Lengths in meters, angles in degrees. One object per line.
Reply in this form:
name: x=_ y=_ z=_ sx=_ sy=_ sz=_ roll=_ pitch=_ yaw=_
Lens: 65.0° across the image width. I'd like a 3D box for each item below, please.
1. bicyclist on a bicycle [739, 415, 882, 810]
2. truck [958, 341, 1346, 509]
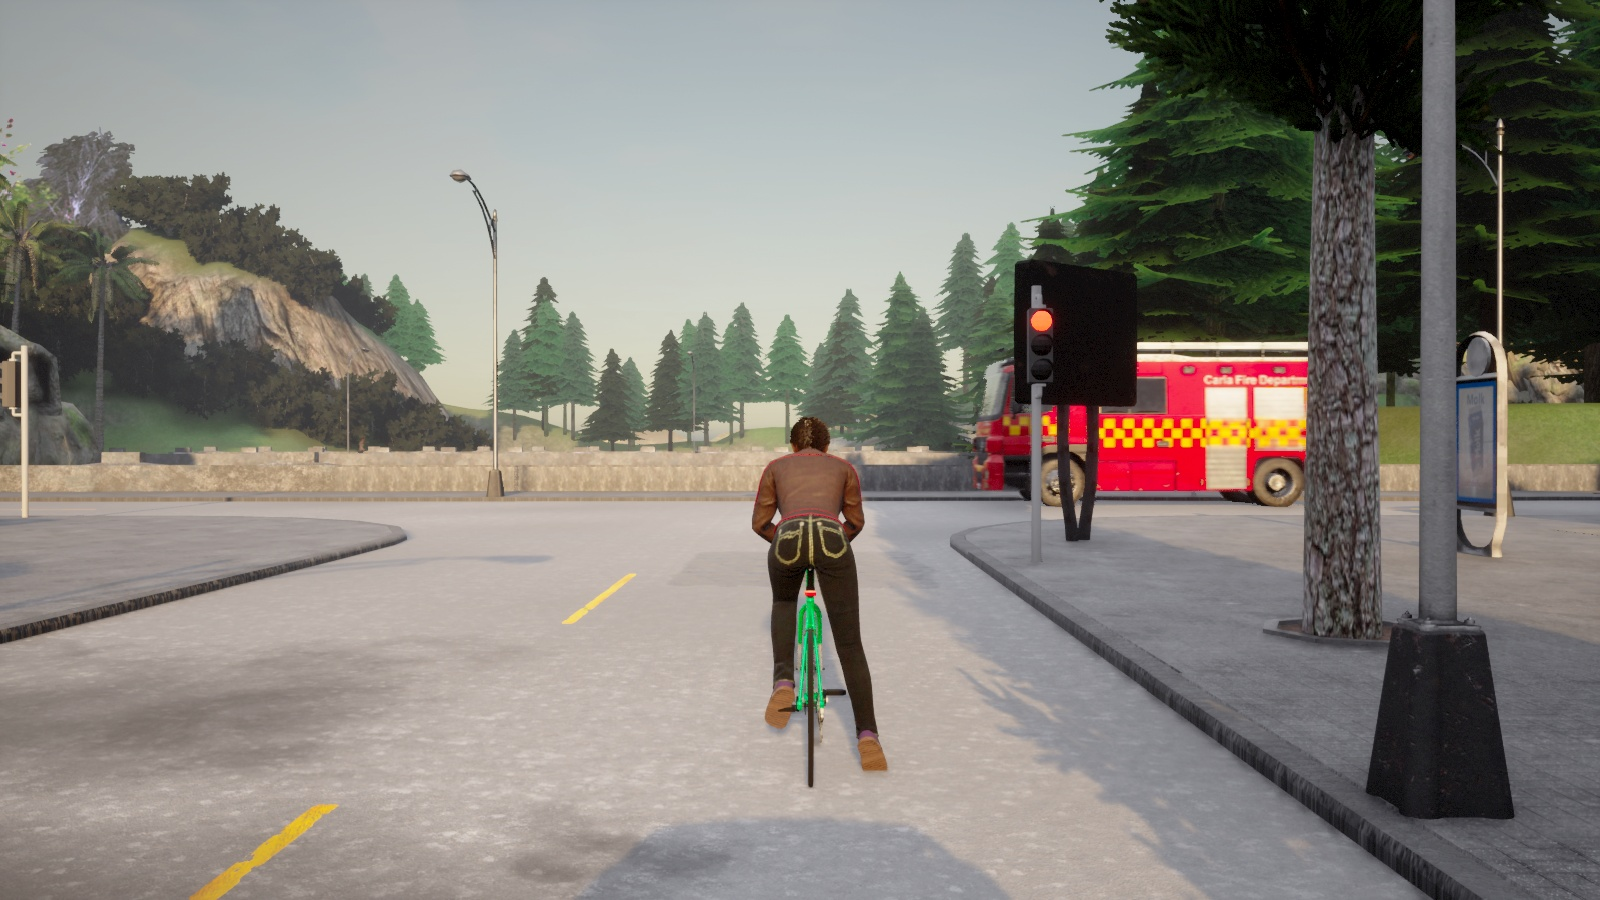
bicyclist on a bicycle: x=0.048 y=0.666 z=5.972 sx=0.582 sy=1.620 sz=1.656 roll=0 pitch=0 yaw=0
truck: x=8.182 y=-0.581 z=30.031 sx=8.468 sy=3.827 sz=2.891 roll=0 pitch=0 yaw=0
